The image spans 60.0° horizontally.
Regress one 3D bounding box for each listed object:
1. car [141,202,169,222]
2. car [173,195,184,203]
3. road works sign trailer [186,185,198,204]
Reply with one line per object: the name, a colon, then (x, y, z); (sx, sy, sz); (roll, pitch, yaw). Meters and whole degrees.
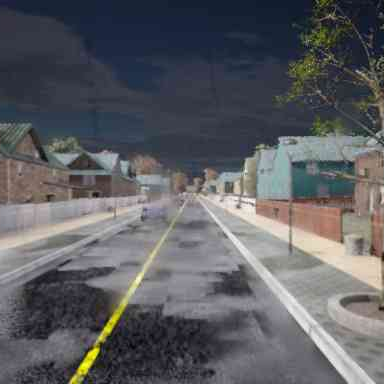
car: (-2.847, 1.525, 26.123); (1.812, 1.442, 4.674); (0, 0, 0)
car: (-2.754, 1.323, 67.558); (2.097, 1.767, 4.553); (0, 0, 0)
road works sign trailer: (0.002, 0.438, 64.021); (2.380, 3.560, 2.880); (0, 0, 0)
